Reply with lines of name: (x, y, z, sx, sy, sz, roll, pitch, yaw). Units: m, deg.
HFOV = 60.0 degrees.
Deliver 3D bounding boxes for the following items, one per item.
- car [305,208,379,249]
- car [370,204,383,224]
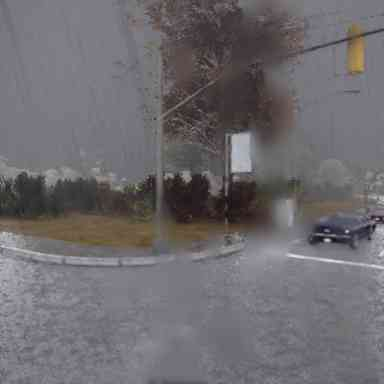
car: (6.674, 1.581, 14.763, 1.895, 1.301, 4.718, 0, 0, 39)
car: (12.910, 1.540, 22.555, 1.994, 1.385, 4.181, 0, 0, 39)
